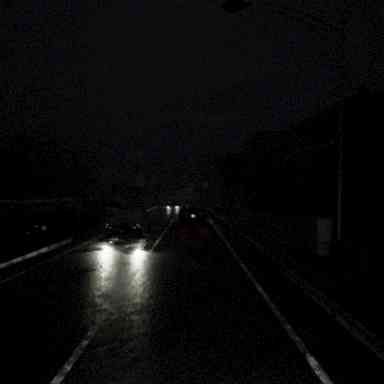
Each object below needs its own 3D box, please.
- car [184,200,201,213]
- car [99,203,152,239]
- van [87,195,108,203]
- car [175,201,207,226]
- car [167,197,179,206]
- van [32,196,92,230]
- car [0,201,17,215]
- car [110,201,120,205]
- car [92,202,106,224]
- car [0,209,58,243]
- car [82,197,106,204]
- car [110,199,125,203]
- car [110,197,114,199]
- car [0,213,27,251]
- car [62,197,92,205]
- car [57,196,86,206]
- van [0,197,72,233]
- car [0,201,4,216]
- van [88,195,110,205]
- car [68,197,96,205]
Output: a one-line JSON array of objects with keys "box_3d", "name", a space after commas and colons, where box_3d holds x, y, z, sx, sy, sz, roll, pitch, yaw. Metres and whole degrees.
[{"box_3d": [0.054, 1.780, 41.967, 2.033, 1.411, 5.357, 0, 0, 0], "name": "car"}, {"box_3d": [-3.370, 1.612, 18.421, 1.882, 1.535, 5.008, 0, 0, 0], "name": "car"}, {"box_3d": [-22.093, 1.608, 78.110, 4.442, 1.987, 1.878, 0, 0, 0], "name": "van"}, {"box_3d": [0.073, 1.672, 24.847, 2.163, 1.488, 4.792, 0, 0, 0], "name": "car"}, {"box_3d": [-3.357, 1.751, 60.046, 1.837, 1.490, 4.892, 0, 0, 0], "name": "car"}, {"box_3d": [-8.873, 1.430, 20.585, 4.442, 1.987, 1.878, 0, 0, 0], "name": "van"}, {"box_3d": [-22.137, 1.733, 36.477, 4.792, 1.488, 2.163, 0, 0, 0], "name": "car"}, {"box_3d": [-9.013, 1.721, 28.997, 4.674, 1.452, 2.002, 0, 0, 0], "name": "car"}, {"box_3d": [-8.991, 1.665, 23.391, 5.008, 1.535, 2.097, 0, 0, 0], "name": "car"}, {"box_3d": [-9.005, 1.660, 14.979, 4.792, 1.488, 2.163, 0, 0, 0], "name": "car"}, {"box_3d": [-22.233, 1.854, 75.335, 4.792, 1.488, 2.163, 0, 0, 0], "name": "car"}, {"box_3d": [-8.831, 1.686, 31.801, 5.366, 1.575, 1.946, 0, 0, 0], "name": "car"}, {"box_3d": [-8.995, 1.446, 34.605, 5.566, 2.045, 2.435, 0, 0, 0], "name": "car"}, {"box_3d": [-8.966, 1.651, 12.171, 4.674, 1.452, 2.002, 0, 0, 0], "name": "car"}, {"box_3d": [-22.182, 1.785, 64.234, 5.008, 1.535, 2.097, 0, 0, 0], "name": "car"}, {"box_3d": [-22.201, 1.651, 61.458, 4.553, 1.767, 2.185, 0, 0, 0], "name": "car"}, {"box_3d": [-9.099, 1.418, 17.783, 4.442, 1.987, 1.878, 0, 0, 0], "name": "van"}, {"box_3d": [-22.107, 1.697, 33.702, 4.892, 1.521, 2.231, 0, 0, 0], "name": "car"}, {"box_3d": [-9.120, 1.447, 26.195, 4.442, 1.987, 1.878, 0, 0, 0], "name": "van"}, {"box_3d": [-22.177, 1.796, 67.009, 4.892, 1.521, 2.231, 0, 0, 0], "name": "car"}]
